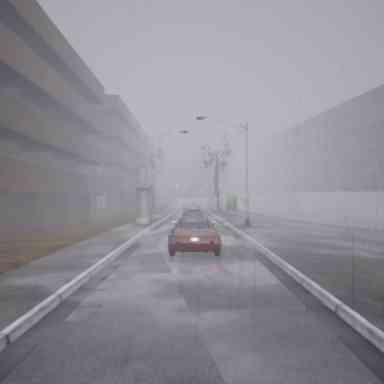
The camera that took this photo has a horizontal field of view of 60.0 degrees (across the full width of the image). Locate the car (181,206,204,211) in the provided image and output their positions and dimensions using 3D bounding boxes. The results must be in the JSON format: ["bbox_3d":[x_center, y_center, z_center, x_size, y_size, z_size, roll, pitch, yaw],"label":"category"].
[{"bbox_3d":[0.088,1.969,30.125,2.128,1.511,4.902,0,-2,0],"label":"car"}]

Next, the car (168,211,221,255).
[{"bbox_3d":[0.094,1.664,13.698,1.994,1.385,4.181,0,-1,0],"label":"car"}]
